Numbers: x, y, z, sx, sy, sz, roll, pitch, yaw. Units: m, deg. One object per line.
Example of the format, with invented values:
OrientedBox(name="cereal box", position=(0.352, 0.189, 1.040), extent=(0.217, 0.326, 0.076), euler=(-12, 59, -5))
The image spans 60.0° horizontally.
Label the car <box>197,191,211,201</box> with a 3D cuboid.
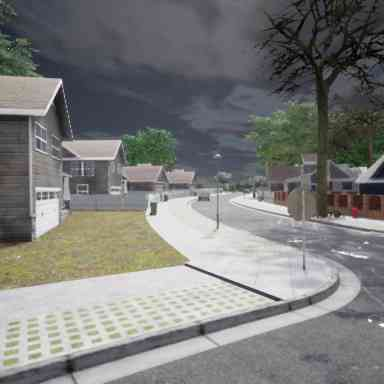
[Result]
OrientedBox(name="car", position=(1.999, 0.689, 54.843), extent=(1.837, 1.490, 4.892), euler=(-1, 1, 6))
